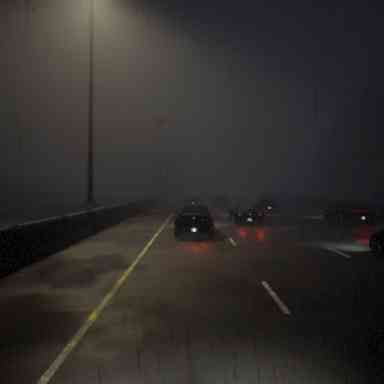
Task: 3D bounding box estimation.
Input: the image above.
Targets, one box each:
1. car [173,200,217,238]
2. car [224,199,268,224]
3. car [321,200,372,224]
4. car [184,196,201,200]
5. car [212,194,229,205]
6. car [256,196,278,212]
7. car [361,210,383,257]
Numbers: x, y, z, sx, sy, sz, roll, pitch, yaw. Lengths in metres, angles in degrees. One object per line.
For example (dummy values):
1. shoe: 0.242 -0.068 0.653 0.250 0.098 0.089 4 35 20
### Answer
1. car: 0.096 1.376 16.965 1.837 1.490 4.892 0 1 0
2. car: 3.595 1.402 22.985 1.895 1.301 4.718 0 1 0
3. car: 10.595 1.307 22.971 1.837 1.490 4.892 0 1 0
4. car: 0.092 1.137 37.681 1.994 1.385 4.181 0 1 0
5. car: 3.591 0.961 42.342 1.882 1.535 5.008 0 1 0
6. car: 7.092 1.161 32.835 1.837 1.490 4.892 0 1 0
7. car: 7.098 1.465 9.639 1.812 1.442 4.674 0 0 0
